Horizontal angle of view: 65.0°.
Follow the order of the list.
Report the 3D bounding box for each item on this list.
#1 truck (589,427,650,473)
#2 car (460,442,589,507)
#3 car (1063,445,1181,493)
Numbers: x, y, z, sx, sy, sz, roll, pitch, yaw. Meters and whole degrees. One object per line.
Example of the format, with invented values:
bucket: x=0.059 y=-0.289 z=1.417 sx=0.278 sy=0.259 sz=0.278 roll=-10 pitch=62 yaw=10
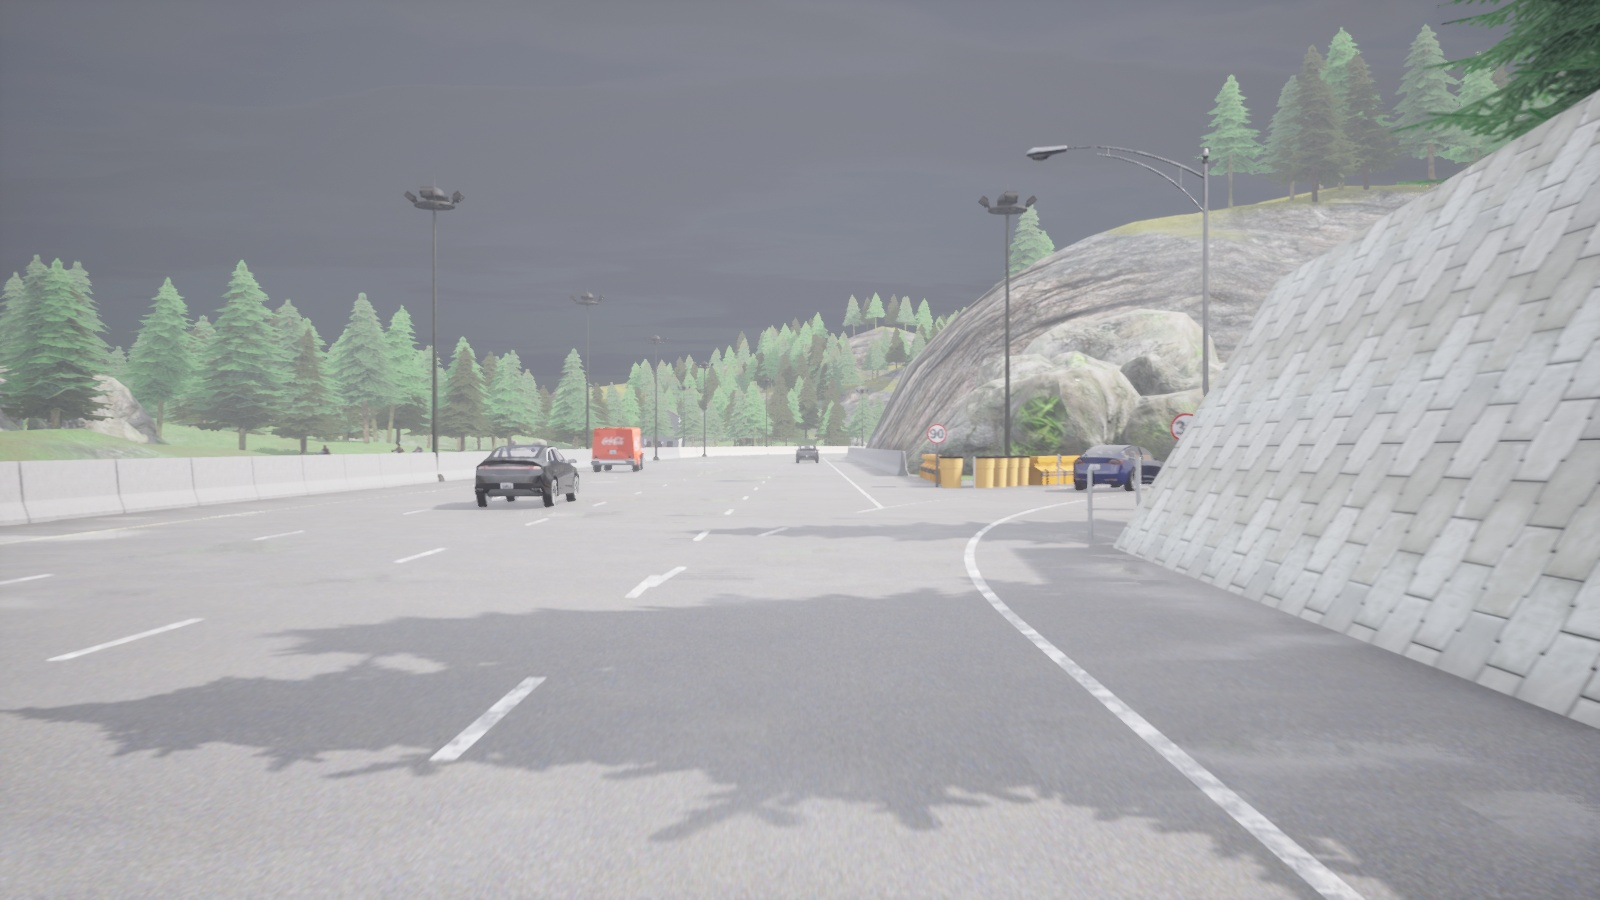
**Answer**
truck: x=-10.081 y=-0.035 z=70.536 sx=2.627 sy=2.467 sz=5.204 roll=0 pitch=1 yaw=0
car: x=-6.804 y=0.567 z=31.579 sx=2.128 sy=1.511 sz=4.902 roll=0 pitch=0 yaw=0
car: x=10.677 y=0.585 z=41.409 sx=2.163 sy=1.488 sz=4.792 roll=0 pitch=0 yaw=36
